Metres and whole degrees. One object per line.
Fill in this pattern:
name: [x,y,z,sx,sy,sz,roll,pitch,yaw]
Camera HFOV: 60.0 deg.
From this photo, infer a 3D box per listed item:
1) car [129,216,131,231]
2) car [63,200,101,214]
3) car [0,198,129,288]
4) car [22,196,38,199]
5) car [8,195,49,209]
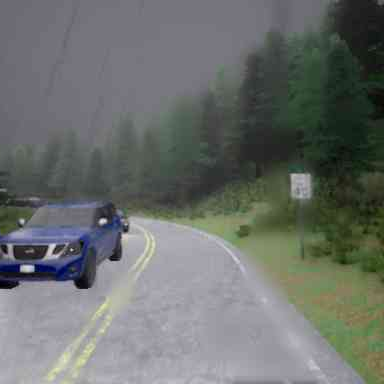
car: [-5.024,1.662,20.624,2.033,1.411,5.357,1,0,-18]
car: [-12.587,1.722,37.888,4.718,1.301,1.895,1,-3,41]
car: [-3.531,1.304,9.839,2.150,2.045,5.566,0,-1,-1]
car: [-19.000,1.280,38.621,5.357,1.411,2.033,3,-3,29]
car: [-21.265,1.292,43.309,5.008,1.535,1.882,3,-4,23]
